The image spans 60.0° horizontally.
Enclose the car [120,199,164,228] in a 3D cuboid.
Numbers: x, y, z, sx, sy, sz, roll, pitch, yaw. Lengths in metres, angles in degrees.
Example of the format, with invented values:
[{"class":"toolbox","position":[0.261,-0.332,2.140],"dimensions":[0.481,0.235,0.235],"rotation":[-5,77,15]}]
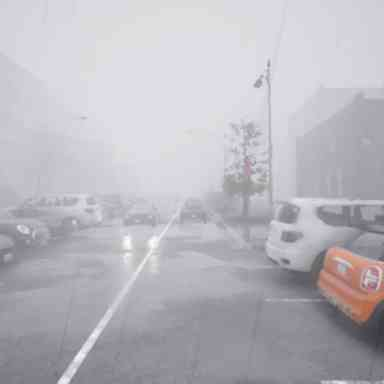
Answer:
[{"class":"car","position":[-3.098,1.400,21.382],"dimensions":[1.812,1.442,4.674],"rotation":[0,0,0]}]

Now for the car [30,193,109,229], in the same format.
[{"class":"car","position":[-7.677,1.124,17.849],"dimensions":[5.566,2.045,2.435],"rotation":[0,0,0]}]

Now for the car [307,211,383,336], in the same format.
[{"class":"car","position":[4.648,1.321,5.606],"dimensions":[4.553,1.767,2.185],"rotation":[0,0,0]}]

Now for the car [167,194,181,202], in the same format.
[{"class":"car","position":[-3.025,1.115,62.266],"dimensions":[1.882,1.535,5.008],"rotation":[0,0,1]}]

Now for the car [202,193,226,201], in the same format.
[{"class":"car","position":[4.691,1.070,71.189],"dimensions":[5.008,1.535,2.097],"rotation":[0,0,0]}]

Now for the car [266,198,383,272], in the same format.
[{"class":"car","position":[4.708,1.179,8.418],"dimensions":[5.566,2.045,2.435],"rotation":[0,0,0]}]

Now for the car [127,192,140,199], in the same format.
[{"class":"car","position":[-7.678,1.168,31.818],"dimensions":[4.553,1.767,2.185],"rotation":[0,0,0]}]

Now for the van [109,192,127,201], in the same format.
[{"class":"van","position":[-7.765,1.101,26.231],"dimensions":[4.442,1.987,1.878],"rotation":[0,0,0]}]

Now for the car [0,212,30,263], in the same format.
[{"class":"car","position":[-7.620,1.454,9.469],"dimensions":[4.792,1.488,2.163],"rotation":[0,0,0]}]

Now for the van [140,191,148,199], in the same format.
[{"class":"van","position":[-7.531,1.036,37.405],"dimensions":[4.442,1.987,1.878],"rotation":[0,0,0]}]

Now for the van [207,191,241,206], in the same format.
[{"class":"van","position":[4.800,0.969,48.858],"dimensions":[4.442,1.987,1.878],"rotation":[0,0,0]}]

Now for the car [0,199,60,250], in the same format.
[{"class":"car","position":[-7.681,1.282,12.264],"dimensions":[4.553,1.767,2.185],"rotation":[0,0,0]}]

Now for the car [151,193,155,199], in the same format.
[{"class":"car","position":[-7.641,1.230,42.994],"dimensions":[4.892,1.521,2.231],"rotation":[0,0,0]}]

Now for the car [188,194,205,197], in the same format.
[{"class":"car","position":[0.103,1.253,40.982],"dimensions":[2.128,1.511,4.902],"rotation":[0,0,0]}]

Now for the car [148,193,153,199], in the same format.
[{"class":"car","position":[-7.653,1.246,40.200],"dimensions":[4.892,1.521,2.231],"rotation":[0,0,0]}]

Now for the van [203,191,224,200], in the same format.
[{"class":"van","position":[4.802,0.851,73.964],"dimensions":[4.442,1.987,1.878],"rotation":[0,0,0]}]

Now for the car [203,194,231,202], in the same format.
[{"class":"car","position":[4.870,1.095,65.481],"dimensions":[5.366,1.575,1.946],"rotation":[0,0,0]}]

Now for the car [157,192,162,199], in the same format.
[{"class":"car","position":[-7.832,1.177,51.375],"dimensions":[5.366,1.575,1.946],"rotation":[0,0,0]}]

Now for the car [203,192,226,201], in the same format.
[{"class":"car","position":[4.654,0.956,68.398],"dimensions":[4.553,1.767,2.185],"rotation":[0,0,0]}]

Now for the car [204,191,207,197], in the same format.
[{"class":"car","position":[4.712,0.927,51.649],"dimensions":[5.566,2.045,2.435],"rotation":[0,0,0]}]

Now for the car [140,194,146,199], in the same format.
[{"class":"car","position":[-7.643,1.278,34.488],"dimensions":[5.008,1.535,2.097],"rotation":[0,0,0]}]

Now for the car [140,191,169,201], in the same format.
[{"class":"car","position":[-7.617,0.831,68.135],"dimensions":[5.566,2.045,2.435],"rotation":[0,0,0]}]

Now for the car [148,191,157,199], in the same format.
[{"class":"car","position":[-7.615,1.087,45.785],"dimensions":[4.553,1.767,2.185],"rotation":[0,0,0]}]

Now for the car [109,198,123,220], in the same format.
[{"class":"car","position":[-7.677,1.372,23.437],"dimensions":[4.792,1.488,2.163],"rotation":[0,0,0]}]

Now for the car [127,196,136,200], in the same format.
[{"class":"car","position":[-7.646,1.350,29.026],"dimensions":[4.674,1.452,2.002],"rotation":[0,0,0]}]

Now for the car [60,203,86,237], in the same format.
[{"class":"car","position":[-7.679,1.421,15.059],"dimensions":[4.792,1.488,2.163],"rotation":[0,0,0]}]

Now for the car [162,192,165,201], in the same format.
[{"class":"car","position":[-7.832,1.145,56.962],"dimensions":[5.366,1.575,1.946],"rotation":[0,0,0]}]

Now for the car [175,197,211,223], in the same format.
[{"class":"car","position":[0.101,1.350,24.117],"dimensions":[2.128,1.511,4.902],"rotation":[0,0,0]}]

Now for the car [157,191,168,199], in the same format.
[{"class":"car","position":[-7.616,1.128,65.343],"dimensions":[4.792,1.488,2.163],"rotation":[0,0,0]}]

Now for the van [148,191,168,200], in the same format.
[{"class":"van","position":[-7.761,0.875,76.491],"dimensions":[4.442,1.987,1.878],"rotation":[0,0,0]}]
